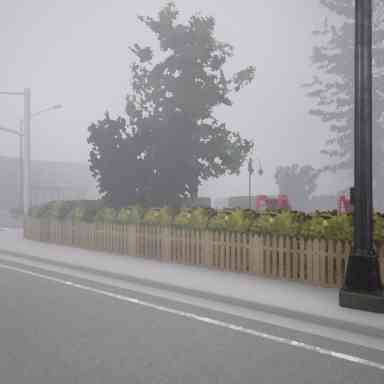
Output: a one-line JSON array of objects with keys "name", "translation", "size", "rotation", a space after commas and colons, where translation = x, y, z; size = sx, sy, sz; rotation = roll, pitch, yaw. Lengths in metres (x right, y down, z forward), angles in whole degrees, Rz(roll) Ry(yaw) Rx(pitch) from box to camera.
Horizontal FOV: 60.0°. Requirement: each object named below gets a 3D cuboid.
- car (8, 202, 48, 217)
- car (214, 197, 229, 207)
[{"name": "car", "translation": [-13.989, 1.601, 30.301], "size": [1.895, 1.301, 4.718], "rotation": [0, 0, 35]}, {"name": "car", "translation": [5.302, 1.490, 51.161], "size": [2.128, 1.511, 4.902], "rotation": [0, 0, 36]}]
